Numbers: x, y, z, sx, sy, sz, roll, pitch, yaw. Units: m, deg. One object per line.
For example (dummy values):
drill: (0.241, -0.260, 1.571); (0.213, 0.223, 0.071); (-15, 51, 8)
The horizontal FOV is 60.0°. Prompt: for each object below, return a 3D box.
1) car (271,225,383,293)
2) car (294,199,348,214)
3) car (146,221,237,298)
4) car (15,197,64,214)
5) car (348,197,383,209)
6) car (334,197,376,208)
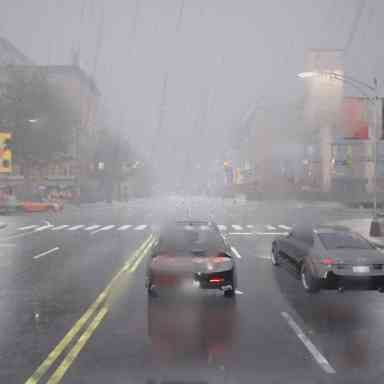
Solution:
car: (3.479, 1.564, 8.867); (1.994, 1.385, 4.181); (0, 0, 0)
car: (13.266, 1.601, 34.837); (4.718, 1.301, 1.895); (0, 0, 0)
car: (-0.020, 1.492, 8.530); (2.128, 1.511, 4.902); (0, 0, 0)
car: (-15.754, 1.351, 34.634); (4.553, 1.767, 2.097); (0, 0, 0)
car: (23.014, 1.478, 43.096); (5.008, 1.535, 1.882); (0, 0, 0)
car: (22.793, 1.492, 46.591); (4.902, 1.511, 2.128); (0, 0, 0)
